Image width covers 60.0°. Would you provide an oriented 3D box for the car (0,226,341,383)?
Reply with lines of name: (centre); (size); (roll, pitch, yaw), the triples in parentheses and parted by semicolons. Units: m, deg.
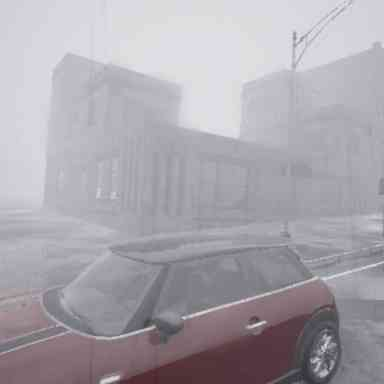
car: (-0.392, 1.349, 3.711); (4.553, 1.767, 2.097); (0, 0, -35)
